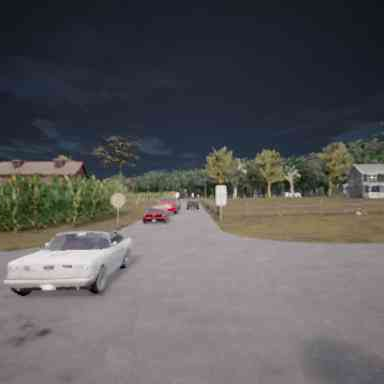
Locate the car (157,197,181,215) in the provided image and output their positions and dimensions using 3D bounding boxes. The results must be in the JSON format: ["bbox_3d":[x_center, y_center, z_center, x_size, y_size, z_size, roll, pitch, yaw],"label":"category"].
[{"bbox_3d":[-2.812,1.568,39.290,2.150,2.045,5.566,0,-1,0],"label":"car"}]

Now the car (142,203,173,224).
[{"bbox_3d":[-2.831,1.839,26.928,1.895,1.301,4.718,0,0,0],"label":"car"}]

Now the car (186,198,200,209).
[{"bbox_3d":[0.144,1.968,53.186,1.837,1.490,4.892,0,-1,0],"label":"car"}]

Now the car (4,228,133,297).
[{"bbox_3d":[-2.893,1.679,8.886,1.895,1.301,4.718,-1,-2,0],"label":"car"}]

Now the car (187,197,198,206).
[{"bbox_3d":[0.076,1.947,67.937,2.097,1.767,4.553,0,-1,0],"label":"car"}]

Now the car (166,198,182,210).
[{"bbox_3d":[-2.757,1.801,51.291,2.097,1.767,4.553,0,-1,1],"label":"car"}]
